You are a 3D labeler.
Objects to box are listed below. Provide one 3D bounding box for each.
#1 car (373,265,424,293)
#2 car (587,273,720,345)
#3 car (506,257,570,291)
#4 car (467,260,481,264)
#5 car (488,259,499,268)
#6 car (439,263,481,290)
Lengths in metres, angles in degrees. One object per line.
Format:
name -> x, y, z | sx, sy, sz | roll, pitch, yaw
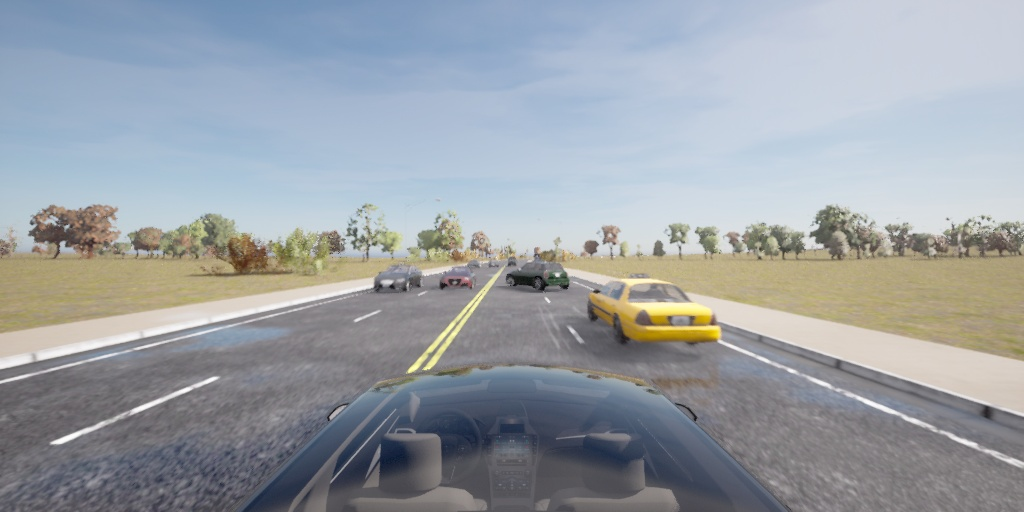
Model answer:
car -> -6.582, 1.282, 21.261 | 2.128, 1.511, 4.902 | 0, 0, 0
car -> 3.255, 1.222, 9.474 | 1.801, 1.575, 5.366 | 0, 0, 0
car -> 1.508, 1.144, 22.585 | 2.097, 1.767, 4.553 | 0, 0, -32
car -> -6.493, 1.382, 61.938 | 1.837, 1.490, 4.892 | 0, 0, 1
car -> -3.243, 1.356, 63.929 | 2.128, 1.511, 4.902 | 0, 0, 1
car -> -3.331, 1.357, 22.814 | 1.994, 1.385, 4.181 | 0, 0, 0
